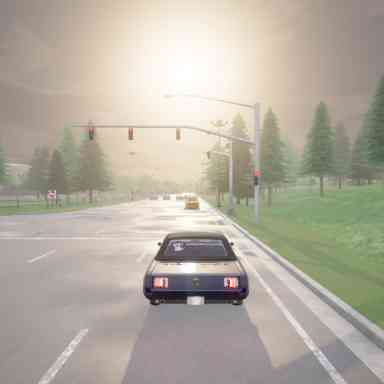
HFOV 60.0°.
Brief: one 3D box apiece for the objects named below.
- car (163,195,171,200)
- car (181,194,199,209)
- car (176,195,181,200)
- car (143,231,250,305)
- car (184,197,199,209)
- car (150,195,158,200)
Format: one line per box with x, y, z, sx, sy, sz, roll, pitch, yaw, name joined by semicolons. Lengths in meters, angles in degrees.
-6.891;1.540;91.132;2.033;1.411;5.357;0;0;0;car
-0.103;1.100;46.112;1.882;1.535;5.008;-3;16;-5;car
-3.391;1.553;91.127;1.994;1.385;4.181;0;0;0;car
0.088;1.601;8.002;1.895;1.301;4.718;0;0;0;car
-0.053;1.577;49.670;2.033;1.411;5.357;0;1;2;car
-10.391;1.540;91.136;2.033;1.411;5.357;0;0;0;car
